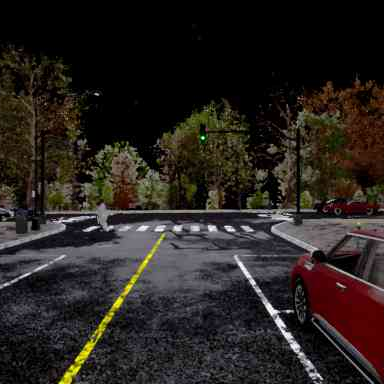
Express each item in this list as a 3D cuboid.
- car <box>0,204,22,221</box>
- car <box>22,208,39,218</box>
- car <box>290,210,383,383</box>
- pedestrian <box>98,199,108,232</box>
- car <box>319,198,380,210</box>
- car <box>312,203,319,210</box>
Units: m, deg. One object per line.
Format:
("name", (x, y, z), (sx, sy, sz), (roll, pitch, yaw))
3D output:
("car", (-16.430, 1.583, 25.951), (4.902, 1.511, 2.128), (-1, -1, 2))
("car", (-16.103, 1.733, 29.204), (4.718, 1.301, 1.895), (-1, -1, 1))
("car", (2.720, 1.316, 3.837), (2.192, 1.841, 5.009), (1, 0, 0))
("pedestrian", (-5.066, 1.297, 18.858), (0.375, 1.860, 0.375), (1, -1, 0))
("car", (15.182, 1.459, 31.898), (4.718, 1.301, 1.895), (-1, -1, 1))
("car", (15.249, 1.406, 35.151), (4.892, 1.490, 1.837), (-1, -1, 1))
